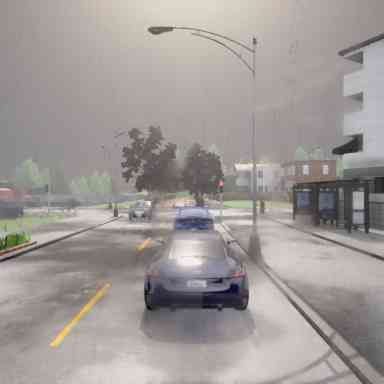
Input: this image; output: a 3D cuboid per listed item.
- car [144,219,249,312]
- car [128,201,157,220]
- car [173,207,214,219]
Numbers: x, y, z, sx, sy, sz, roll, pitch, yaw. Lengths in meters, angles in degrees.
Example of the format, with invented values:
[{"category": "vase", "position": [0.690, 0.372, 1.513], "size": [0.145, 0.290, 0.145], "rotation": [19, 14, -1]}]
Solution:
[{"category": "car", "position": [0.089, 1.564, 7.787], "size": [1.994, 1.385, 4.181], "rotation": [0, 0, 0]}, {"category": "car", "position": [-4.035, 1.492, 27.757], "size": [2.128, 1.511, 4.902], "rotation": [0, 0, 0]}, {"category": "car", "position": [0.079, 1.478, 16.769], "size": [1.882, 1.535, 5.008], "rotation": [0, 0, 0]}]
